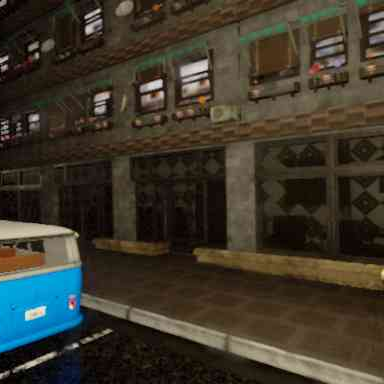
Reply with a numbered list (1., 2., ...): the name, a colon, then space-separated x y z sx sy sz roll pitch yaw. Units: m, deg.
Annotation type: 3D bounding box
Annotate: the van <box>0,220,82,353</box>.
1. van: -3.539 1.344 5.417 3.998 1.788 1.690 0 -1 36
